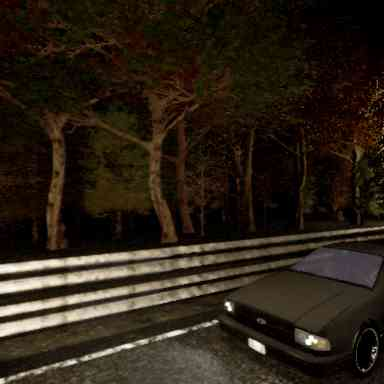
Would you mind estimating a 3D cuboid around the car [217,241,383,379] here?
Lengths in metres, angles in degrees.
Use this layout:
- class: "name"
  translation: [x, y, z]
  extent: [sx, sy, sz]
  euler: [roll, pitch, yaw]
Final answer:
- class: "car"
  translation: [3.011, 1.615, 5.785]
  extent: [5.357, 1.411, 2.033]
  euler: [1, -1, -35]
